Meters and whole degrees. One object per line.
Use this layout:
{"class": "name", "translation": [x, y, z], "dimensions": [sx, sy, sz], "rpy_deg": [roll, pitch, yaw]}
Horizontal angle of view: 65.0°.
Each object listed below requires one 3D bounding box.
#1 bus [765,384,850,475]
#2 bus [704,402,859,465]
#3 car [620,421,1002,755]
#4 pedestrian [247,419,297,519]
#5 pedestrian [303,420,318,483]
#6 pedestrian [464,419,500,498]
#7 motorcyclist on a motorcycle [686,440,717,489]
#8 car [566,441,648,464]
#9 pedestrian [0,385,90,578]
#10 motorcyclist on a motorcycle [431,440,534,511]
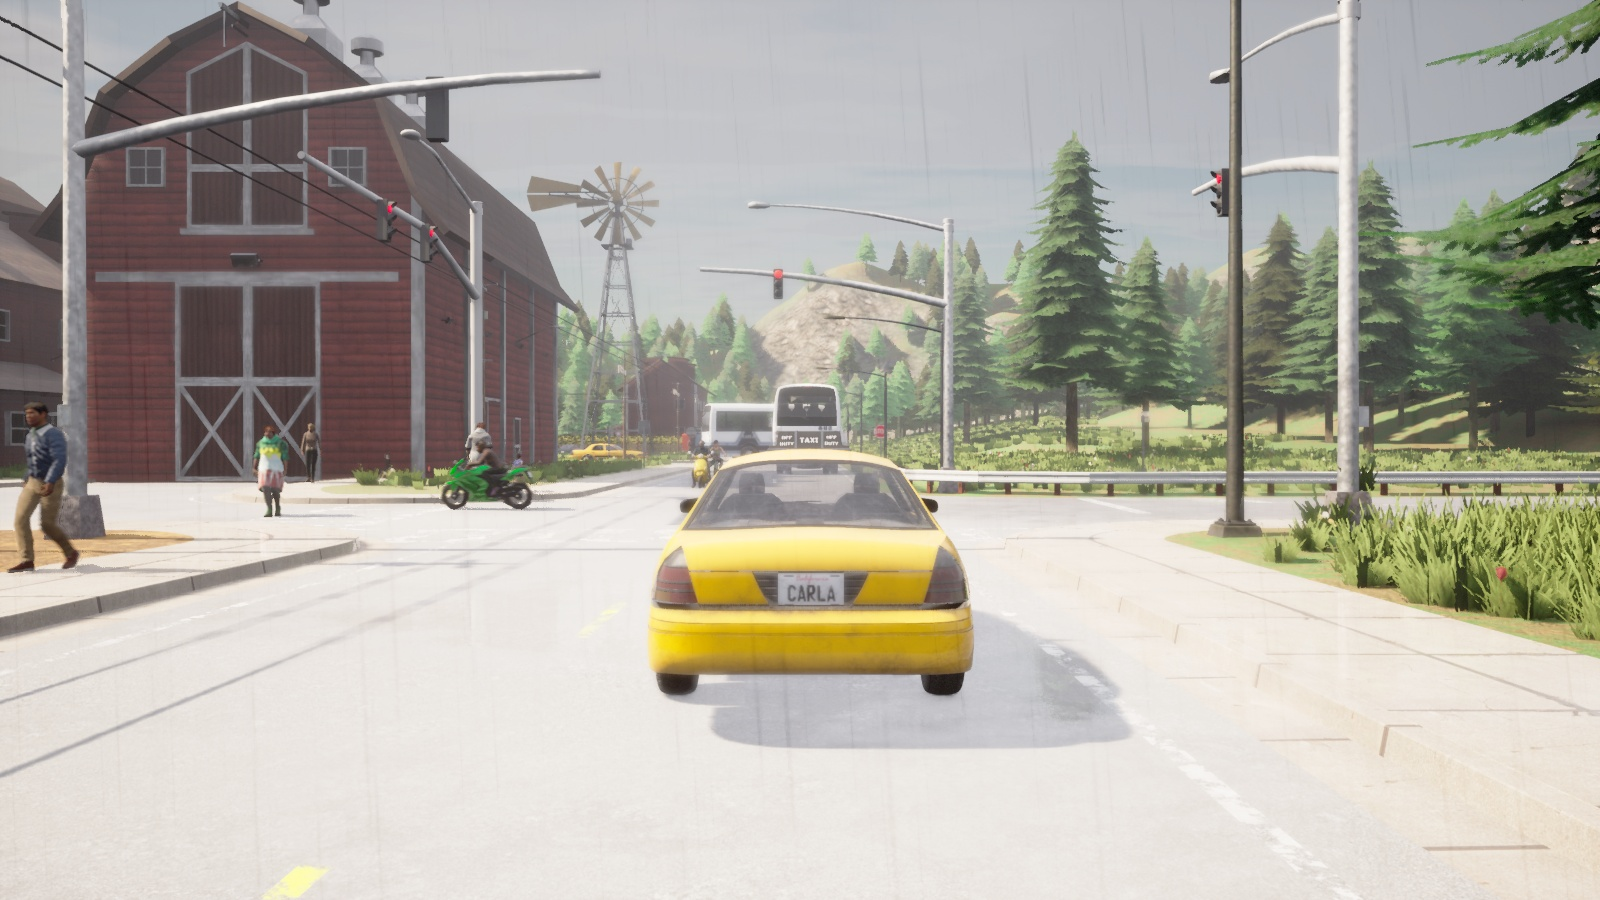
{"class": "bus", "translation": [0.361, -0.989, 63.582], "dimensions": [3.944, 4.253, 10.273], "rpy_deg": [0, 0, 0]}
{"class": "bus", "translation": [-1.356, -1.130, 88.953], "dimensions": [10.273, 4.253, 3.944], "rpy_deg": [0, 0, -16]}
{"class": "car", "translation": [0.063, 0.637, 8.603], "dimensions": [1.801, 1.575, 5.366], "rpy_deg": [0, 0, 0]}
{"class": "pedestrian", "translation": [-10.503, 0.372, 24.993], "dimensions": [0.659, 1.952, 0.873], "rpy_deg": [0, 0, -3]}
{"class": "pedestrian", "translation": [-14.498, 0.036, 37.203], "dimensions": [0.331, 1.846, 0.634], "rpy_deg": [0, 0, -16]}
{"class": "pedestrian", "translation": [-7.932, 0.200, 31.320], "dimensions": [0.659, 1.952, 0.873], "rpy_deg": [0, 0, 1]}
{"class": "motorcyclist on a motorcycle", "translation": [-3.259, 0.462, 41.690], "dimensions": [0.866, 1.590, 1.817], "rpy_deg": [0, 0, 0]}
{"class": "car", "translation": [-13.302, 0.185, 86.799], "dimensions": [5.366, 1.575, 1.801], "rpy_deg": [0, 0, -1]}
{"class": "pedestrian", "translation": [-7.905, 0.315, 13.105], "dimensions": [0.423, 1.949, 0.788], "rpy_deg": [0, 0, 18]}
{"class": "motorcyclist on a motorcycle", "translation": [-6.935, 0.545, 27.483], "dimensions": [2.044, 1.523, 0.797], "rpy_deg": [0, 0, -1]}
